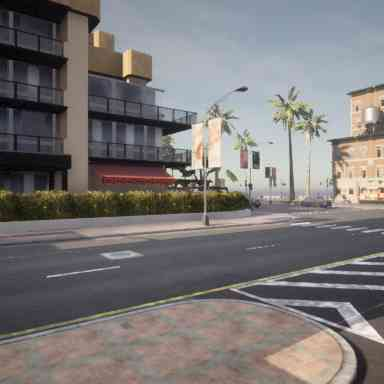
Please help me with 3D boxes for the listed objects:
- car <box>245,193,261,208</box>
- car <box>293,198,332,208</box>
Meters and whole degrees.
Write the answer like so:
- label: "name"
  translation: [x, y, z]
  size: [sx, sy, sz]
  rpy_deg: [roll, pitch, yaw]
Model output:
- label: "car"
  translation: [7.430, 1.221, 48.080]
  size: [2.150, 2.045, 5.566]
  rpy_deg: [0, 0, -35]
- label: "car"
  translation: [16.996, 1.547, 46.950]
  size: [2.033, 1.411, 5.357]
  rpy_deg: [0, 0, -35]
